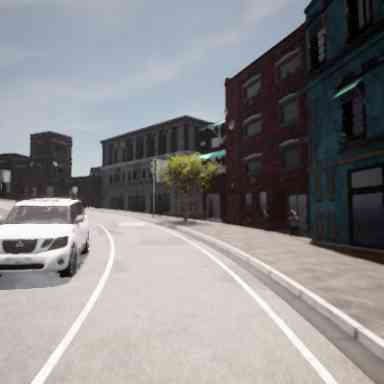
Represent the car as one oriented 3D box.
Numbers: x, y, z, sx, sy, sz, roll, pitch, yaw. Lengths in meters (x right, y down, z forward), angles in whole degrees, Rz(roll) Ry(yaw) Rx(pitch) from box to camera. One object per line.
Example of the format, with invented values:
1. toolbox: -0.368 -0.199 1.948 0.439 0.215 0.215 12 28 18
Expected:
1. car: -4.553 1.245 10.460 2.150 2.045 5.566 1 0 -11
